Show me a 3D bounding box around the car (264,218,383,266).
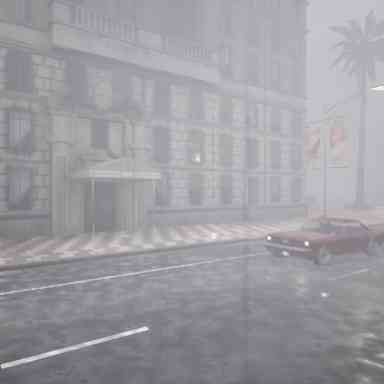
[{"bbox_3d":[4.711,1.601,11.598,4.718,1.301,1.895,0,0,-35],"label":"car"}]
